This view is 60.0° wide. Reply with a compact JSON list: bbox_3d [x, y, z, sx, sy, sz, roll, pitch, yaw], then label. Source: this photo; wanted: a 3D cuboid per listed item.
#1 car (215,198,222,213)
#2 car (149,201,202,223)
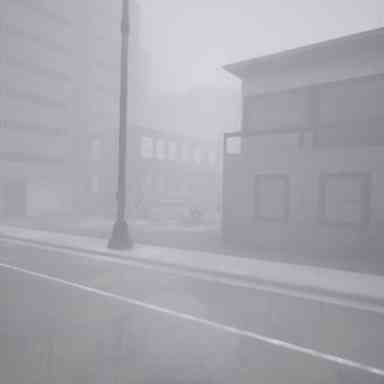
[{"bbox_3d":[4.556,1.116,29.977,5.027,1.636,2.152,1,0,37],"label":"car"},{"bbox_3d":[-1.191,1.382,24.166,3.806,1.475,1.970,0,-1,37],"label":"car"}]
